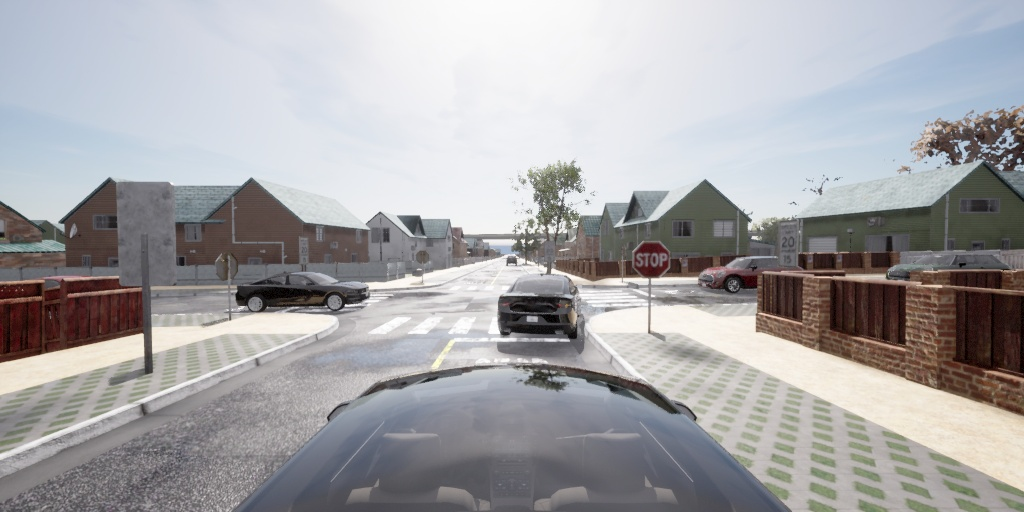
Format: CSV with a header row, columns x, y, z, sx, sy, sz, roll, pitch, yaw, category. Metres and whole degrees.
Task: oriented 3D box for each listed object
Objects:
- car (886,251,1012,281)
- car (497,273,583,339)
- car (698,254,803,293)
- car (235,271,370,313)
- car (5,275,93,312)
x,y,z,sx,sy,sz,roll,pitch,yaw,category
21.691,0.646,17.926,4.553,1.767,2.097,-1,2,0,car
0.953,1.224,10.232,1.882,1.535,5.008,0,0,12,car
11.796,0.820,17.848,4.553,1.767,2.097,-1,2,0,car
-8.477,1.377,14.752,5.008,1.535,1.882,-1,2,0,car
-18.029,1.547,14.683,5.008,1.535,1.882,-1,2,0,car
